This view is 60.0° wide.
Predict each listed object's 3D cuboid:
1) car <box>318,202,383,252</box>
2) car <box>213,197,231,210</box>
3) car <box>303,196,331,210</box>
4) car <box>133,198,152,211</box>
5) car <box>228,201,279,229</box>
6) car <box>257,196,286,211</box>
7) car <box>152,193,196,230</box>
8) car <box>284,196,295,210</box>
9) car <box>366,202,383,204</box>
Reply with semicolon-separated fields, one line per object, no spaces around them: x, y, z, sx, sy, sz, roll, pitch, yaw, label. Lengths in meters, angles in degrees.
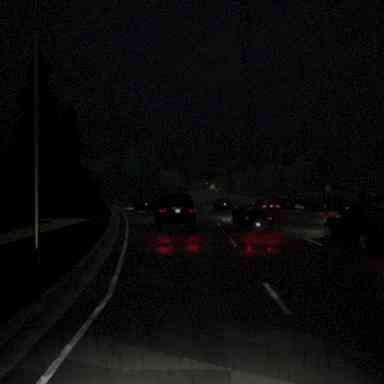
7.100;1.387;13.423;1.882;1.535;5.008;0;0;0;car
3.598;1.306;38.269;1.994;1.385;4.181;0;0;0;car
14.100;1.238;37.634;2.128;1.511;4.902;0;0;0;car
-5.480;1.311;37.641;1.994;1.385;4.181;0;0;-17;car
3.599;1.464;20.312;1.895;1.301;4.718;0;0;0;car
7.099;1.330;32.297;2.033;1.411;5.357;0;0;0;car
-1.136;1.085;20.214;2.150;2.045;5.566;0;0;-8;car
10.598;1.214;39.230;1.882;1.535;5.008;0;0;0;car
10.599;1.343;20.006;1.882;1.535;5.008;0;0;0;car
